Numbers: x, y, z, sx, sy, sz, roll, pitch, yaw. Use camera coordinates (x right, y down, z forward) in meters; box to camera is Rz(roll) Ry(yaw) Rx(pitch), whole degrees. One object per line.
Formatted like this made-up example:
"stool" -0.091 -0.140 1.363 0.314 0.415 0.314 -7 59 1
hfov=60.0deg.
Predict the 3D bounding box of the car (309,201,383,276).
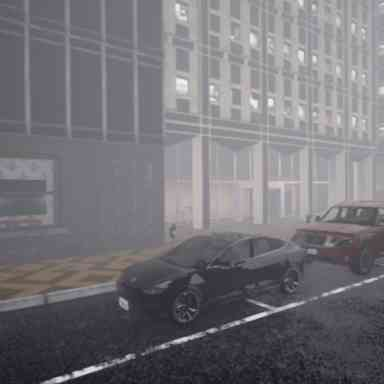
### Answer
"car" 5.243 1.241 10.290 5.009 1.841 2.192 -1 0 -35

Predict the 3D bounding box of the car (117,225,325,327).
"car" 0.604 1.534 6.988 4.313 1.339 1.947 -1 0 -35
